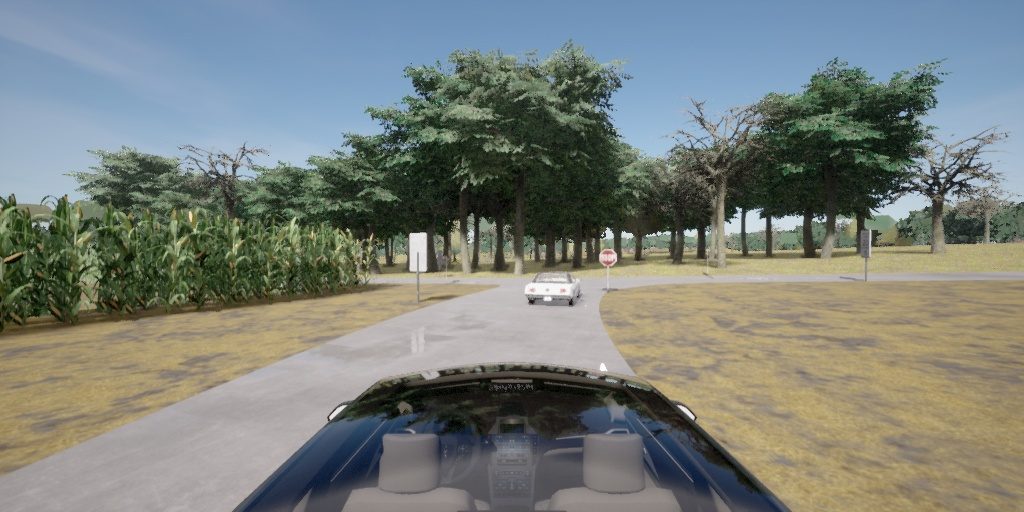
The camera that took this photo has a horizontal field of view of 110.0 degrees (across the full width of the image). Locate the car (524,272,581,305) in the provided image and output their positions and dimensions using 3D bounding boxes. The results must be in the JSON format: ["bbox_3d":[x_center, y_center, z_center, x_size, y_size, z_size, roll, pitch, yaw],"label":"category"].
[{"bbox_3d":[1.976,1.358,15.954,1.895,1.301,4.718,0,0,16],"label":"car"}]
